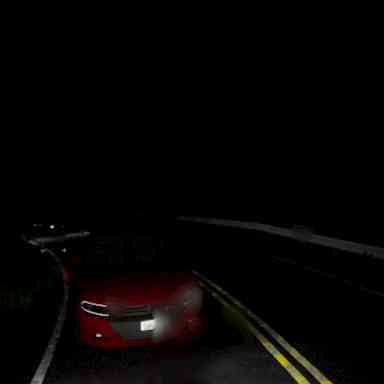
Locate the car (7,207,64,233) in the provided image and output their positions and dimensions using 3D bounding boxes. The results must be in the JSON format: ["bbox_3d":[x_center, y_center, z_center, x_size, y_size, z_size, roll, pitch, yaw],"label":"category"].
[{"bbox_3d":[-9.307,1.683,19.567,4.892,1.490,1.837,-2,2,43],"label":"car"}]

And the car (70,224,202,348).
[{"bbox_3d":[-1.334,1.485,6.741,1.882,1.535,5.008,-1,0,-18],"label":"car"}]
